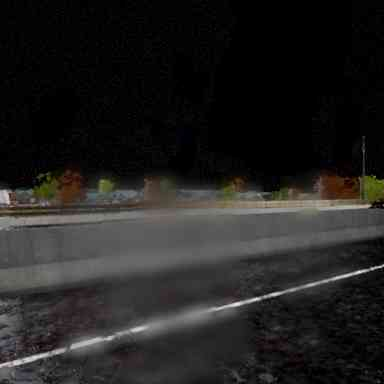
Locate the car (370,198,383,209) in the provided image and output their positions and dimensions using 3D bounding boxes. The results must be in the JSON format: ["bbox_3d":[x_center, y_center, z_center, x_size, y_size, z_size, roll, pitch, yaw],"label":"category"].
[{"bbox_3d":[24.708,1.524,42.335,5.008,1.535,1.882,0,0,-34],"label":"car"}]
